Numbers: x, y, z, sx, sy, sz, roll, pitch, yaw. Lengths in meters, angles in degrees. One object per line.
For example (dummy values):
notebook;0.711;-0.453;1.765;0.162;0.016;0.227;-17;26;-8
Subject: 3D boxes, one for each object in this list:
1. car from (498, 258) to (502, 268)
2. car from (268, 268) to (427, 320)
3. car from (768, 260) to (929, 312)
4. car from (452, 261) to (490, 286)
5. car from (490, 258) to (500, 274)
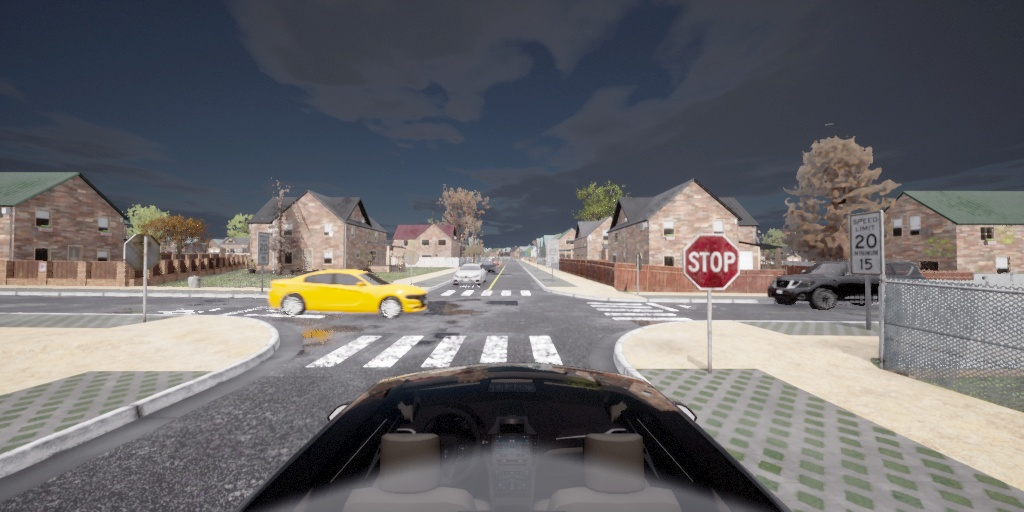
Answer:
car;-2.737;1.130;61.610;2.097;1.767;4.553;0;0;0
car;-5.424;1.206;12.163;5.008;1.535;1.882;2;-1;0
car;14.069;1.189;15.166;5.566;2.045;2.150;1;-1;0
car;-2.894;1.285;25.499;1.812;1.442;4.674;0;0;2
car;-2.838;1.310;41.844;2.033;1.411;5.357;0;0;0
